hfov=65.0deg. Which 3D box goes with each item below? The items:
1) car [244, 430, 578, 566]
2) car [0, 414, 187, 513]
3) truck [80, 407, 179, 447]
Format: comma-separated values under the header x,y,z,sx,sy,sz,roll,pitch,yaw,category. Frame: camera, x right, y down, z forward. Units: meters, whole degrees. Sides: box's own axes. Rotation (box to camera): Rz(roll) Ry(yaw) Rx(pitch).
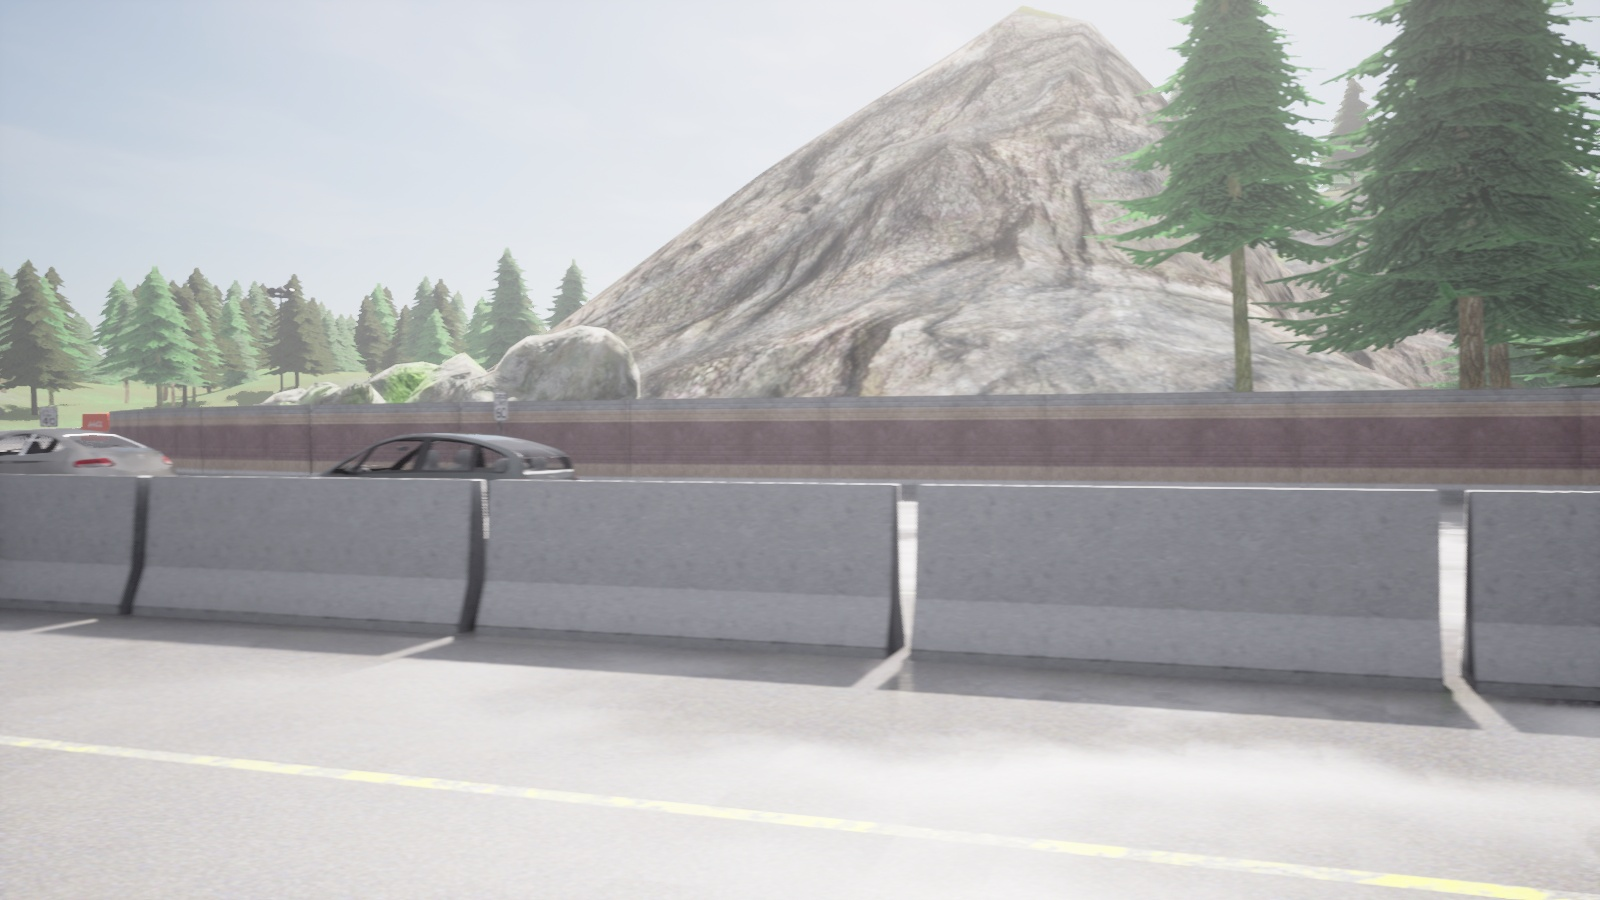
x,y,z,sx,sy,sz,roll,pitch,yaw,category
-4.897,0.531,15.921,3.705,1.549,1.789,1,1,19,car
-13.882,0.189,22.723,5.027,1.651,2.152,1,1,20,car
-43.331,-1.533,81.272,2.627,2.467,5.204,0,2,18,truck
